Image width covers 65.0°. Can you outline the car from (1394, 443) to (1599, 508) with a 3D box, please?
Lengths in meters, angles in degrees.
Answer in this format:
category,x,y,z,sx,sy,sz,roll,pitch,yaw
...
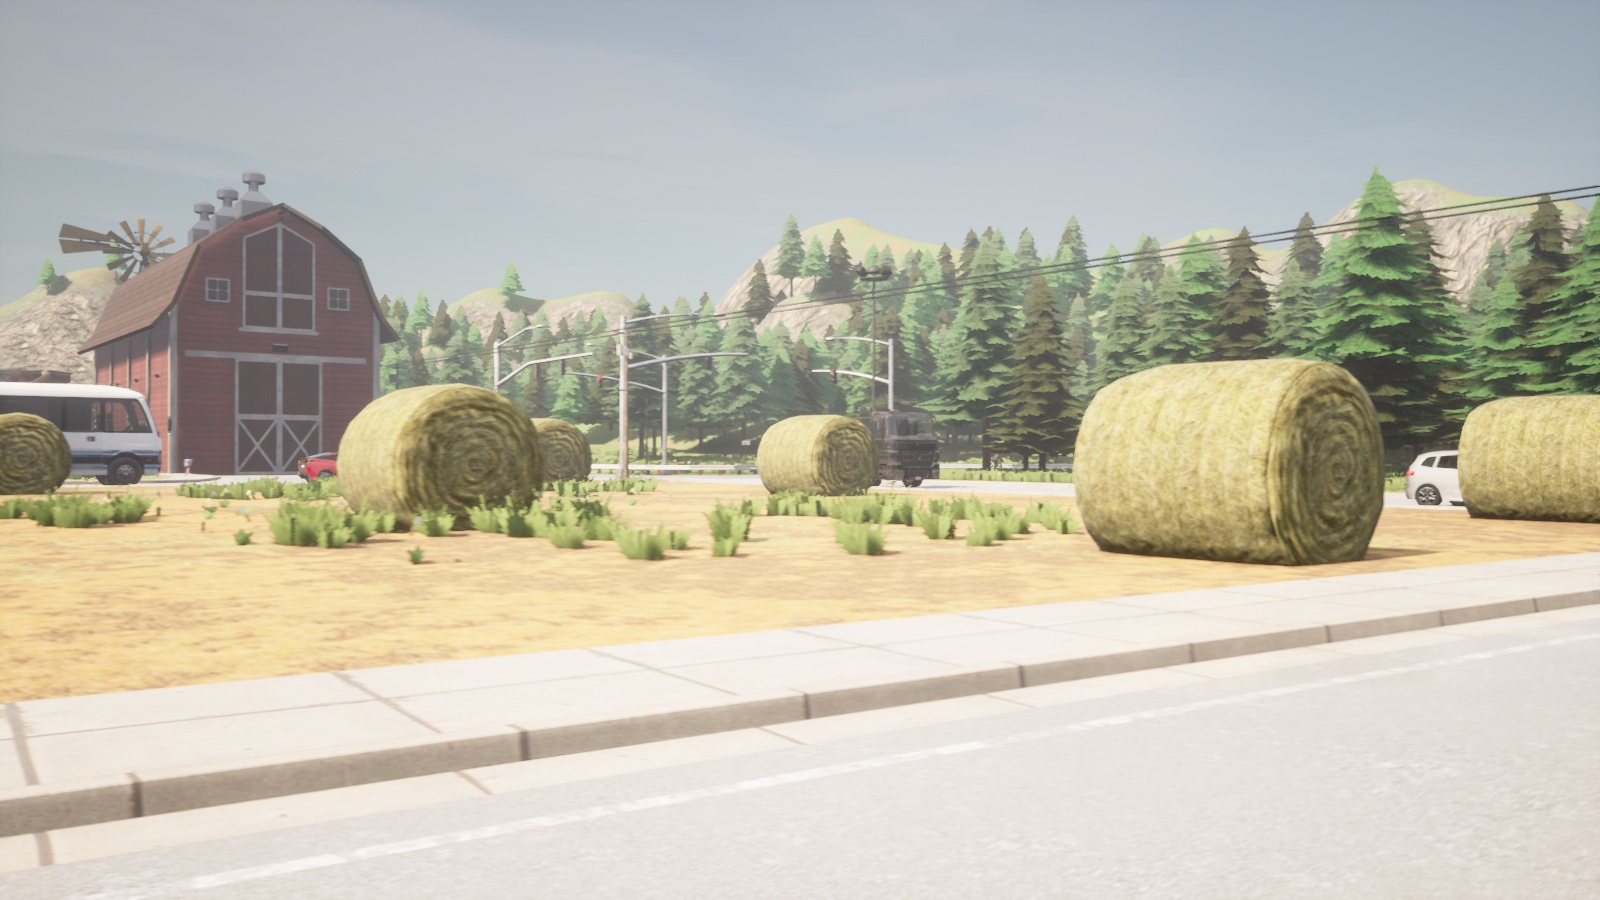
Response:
category,x,y,z,sx,sy,sz,roll,pitch,yaw
car,19.342,0.669,34.868,2.242,1.667,4.611,0,0,-37

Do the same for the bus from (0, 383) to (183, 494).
category,x,y,z,sx,sy,sz,roll,pitch,yaw
bus,-30.879,-0.434,50.517,10.273,4.253,3.944,0,0,-39

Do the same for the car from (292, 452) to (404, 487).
category,x,y,z,sx,sy,sz,roll,pitch,yaw
car,-20.999,0.884,58.416,4.514,1.525,2.007,0,0,-39

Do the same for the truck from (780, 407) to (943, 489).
category,x,y,z,sx,sy,sz,roll,pitch,yaw
truck,2.617,-0.069,56.600,2.891,3.462,7.936,0,0,-37
